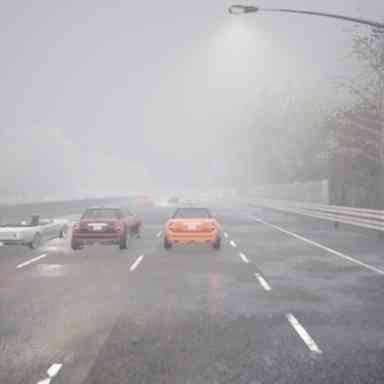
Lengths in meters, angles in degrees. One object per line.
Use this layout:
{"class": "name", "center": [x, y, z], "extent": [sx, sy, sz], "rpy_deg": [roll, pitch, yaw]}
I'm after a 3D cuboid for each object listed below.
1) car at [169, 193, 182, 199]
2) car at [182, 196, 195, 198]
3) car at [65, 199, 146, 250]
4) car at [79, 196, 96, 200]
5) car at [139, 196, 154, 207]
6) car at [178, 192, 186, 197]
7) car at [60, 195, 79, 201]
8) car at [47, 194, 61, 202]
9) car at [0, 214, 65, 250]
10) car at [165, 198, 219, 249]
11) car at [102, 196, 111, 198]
{"class": "car", "center": [-3.448, 1.421, 64.041], "extent": [1.882, 1.535, 5.008], "rpy_deg": [0, 0, 0]}
{"class": "car", "center": [0.026, 1.490, 34.167], "extent": [1.812, 1.442, 4.674], "rpy_deg": [0, 0, 0]}
{"class": "car", "center": [-3.493, 1.346, 14.423], "extent": [2.097, 1.767, 4.553], "rpy_deg": [0, 0, 0]}
{"class": "car", "center": [-20.943, 1.478, 67.972], "extent": [1.895, 1.301, 4.718], "rpy_deg": [0, 0, 0]}
{"class": "car", "center": [-6.963, 1.319, 49.839], "extent": [2.097, 1.767, 4.553], "rpy_deg": [0, 0, 0]}
{"class": "car", "center": [-3.421, 1.138, 93.723], "extent": [2.150, 2.045, 5.566], "rpy_deg": [0, 0, 0]}
{"class": "car", "center": [-24.443, 1.418, 68.005], "extent": [2.128, 1.511, 4.902], "rpy_deg": [0, 0, 0]}
{"class": "car", "center": [-27.806, 1.257, 68.040], "extent": [2.097, 1.767, 4.553], "rpy_deg": [0, 0, 2]}
{"class": "car", "center": [-6.990, 1.605, 14.378], "extent": [1.895, 1.301, 4.718], "rpy_deg": [0, 0, 0]}
{"class": "car", "center": [0.007, 1.336, 14.578], "extent": [2.097, 1.767, 4.553], "rpy_deg": [0, 0, 0]}
{"class": "car", "center": [-17.443, 1.468, 67.969], "extent": [1.895, 1.301, 4.718], "rpy_deg": [0, 0, 0]}
